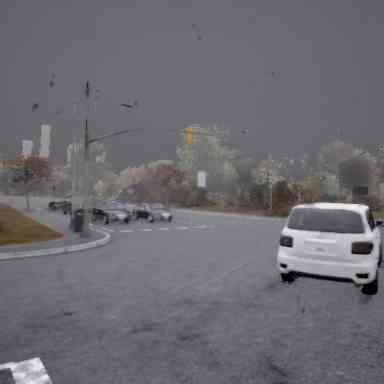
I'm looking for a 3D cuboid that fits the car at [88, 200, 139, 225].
[{"bbox_3d":[-6.252,1.589,25.326,2.128,1.511,4.902,1,0,-33],"label":"car"}]

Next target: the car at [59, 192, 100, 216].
[{"bbox_3d":[-11.491,1.316,33.660,2.150,2.045,5.566,1,0,-32],"label":"car"}]

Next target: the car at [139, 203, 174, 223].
[{"bbox_3d":[-3.222,1.624,27.109,2.128,1.511,4.902,1,0,-32],"label":"car"}]

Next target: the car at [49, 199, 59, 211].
[{"bbox_3d":[-16.834,1.602,42.112,1.994,1.385,4.181,1,0,-33],"label":"car"}]

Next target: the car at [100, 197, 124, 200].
[{"bbox_3d":[-8.290,1.610,35.138,1.882,1.535,5.008,1,0,-32],"label":"car"}]

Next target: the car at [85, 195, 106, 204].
[{"bbox_3d":[-18.748,1.386,64.325,2.033,1.411,5.357,1,1,-37],"label":"car"}]

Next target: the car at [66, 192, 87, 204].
[{"bbox_3d":[-21.896,1.012,62.720,2.150,2.045,5.566,1,1,-37],"label":"car"}]

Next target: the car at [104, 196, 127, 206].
[{"bbox_3d":[-12.849,1.523,55.752,2.128,1.511,4.902,1,1,-33],"label":"car"}]

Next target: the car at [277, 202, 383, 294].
[{"bbox_3d":[4.087,1.313,9.435,2.150,2.045,5.566,1,0,30],"label":"car"}]

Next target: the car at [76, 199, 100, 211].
[{"bbox_3d":[-13.631,1.642,43.599,1.994,1.385,4.181,1,0,-32],"label":"car"}]
